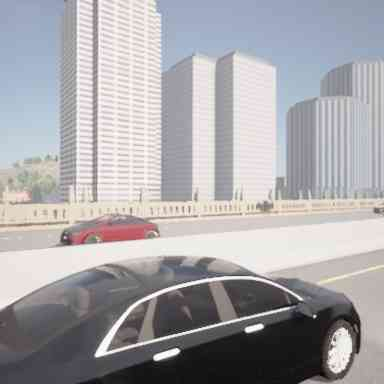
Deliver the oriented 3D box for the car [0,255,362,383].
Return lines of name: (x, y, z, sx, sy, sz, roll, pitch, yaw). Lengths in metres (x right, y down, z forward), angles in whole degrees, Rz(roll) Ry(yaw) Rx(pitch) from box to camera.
car: (0.065, 1.527, 3.894, 4.892, 1.490, 1.837, 0, 0, -35)

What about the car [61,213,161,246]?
car: (-3.449, 1.640, 14.488, 4.181, 1.385, 1.994, 0, 0, -36)

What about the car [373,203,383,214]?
car: (22.495, 1.839, 37.812, 4.718, 1.301, 1.895, 0, 0, -36)
